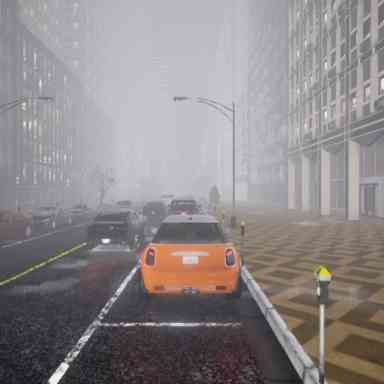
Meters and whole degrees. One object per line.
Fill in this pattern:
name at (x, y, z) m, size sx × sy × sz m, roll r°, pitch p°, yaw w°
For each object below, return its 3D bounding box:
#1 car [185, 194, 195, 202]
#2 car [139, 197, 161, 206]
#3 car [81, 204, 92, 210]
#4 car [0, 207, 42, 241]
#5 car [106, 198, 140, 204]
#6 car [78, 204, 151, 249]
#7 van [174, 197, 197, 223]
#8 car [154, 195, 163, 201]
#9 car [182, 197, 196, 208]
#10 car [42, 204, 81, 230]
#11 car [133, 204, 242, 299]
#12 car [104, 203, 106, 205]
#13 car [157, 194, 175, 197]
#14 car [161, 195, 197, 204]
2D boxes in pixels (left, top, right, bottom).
car at (-0.465, 1.298, 77.509) m, size 2.192 × 1.841 × 5.009 m, roll -1°, pitch 0°, yaw 0°
car at (-3.055, 1.472, 28.653) m, size 1.882 × 1.535 × 5.008 m, roll 0°, pitch 0°, yaw 0°
car at (-8.843, 1.577, 26.356) m, size 1.802 × 1.307 × 4.206 m, roll -1°, pitch 0°, yaw 0°
car at (-8.843, 1.542, 14.989) m, size 1.887 × 1.381 × 4.507 m, roll -1°, pitch 0°, yaw 0°
car at (-6.239, 1.499, 30.900) m, size 1.837 × 1.490 × 4.892 m, roll 0°, pitch 0°, yaw 0°
car at (-3.144, 1.504, 14.583) m, size 1.837 × 1.490 × 4.892 m, roll 0°, pitch 1°, yaw 0°
van at (-0.465, 1.336, 26.356) m, size 1.690 × 1.788 × 3.998 m, roll -1°, pitch 0°, yaw 0°
car at (-8.844, 1.545, 88.876) m, size 1.947 × 1.339 × 4.313 m, roll -1°, pitch 0°, yaw 0°
car at (-0.463, 1.541, 49.090) m, size 2.008 × 1.369 × 4.403 m, roll -1°, pitch 0°, yaw 0°
car at (-8.844, 1.547, 20.672) m, size 2.008 × 1.369 × 4.403 m, roll -1°, pitch 0°, yaw 0°
car at (-0.033, 1.351, 8.621) m, size 2.097 × 1.767 × 4.553 m, roll 0°, pitch 0°, yaw 0°
car at (-8.844, 1.544, 37.723) m, size 2.008 × 1.369 × 4.403 m, roll -1°, pitch 0°, yaw 0°
car at (-3.050, 1.213, 44.659) m, size 2.150 × 2.045 × 5.566 m, roll 0°, pitch 0°, yaw 0°
car at (-0.465, 1.311, 20.672) m, size 2.192 × 1.841 × 5.009 m, roll -1°, pitch 0°, yaw 0°
